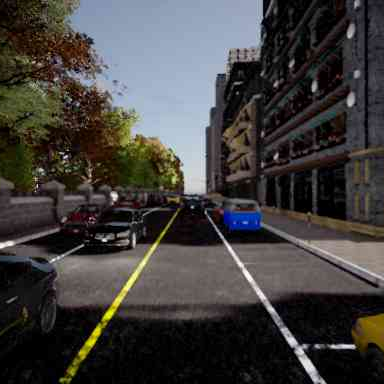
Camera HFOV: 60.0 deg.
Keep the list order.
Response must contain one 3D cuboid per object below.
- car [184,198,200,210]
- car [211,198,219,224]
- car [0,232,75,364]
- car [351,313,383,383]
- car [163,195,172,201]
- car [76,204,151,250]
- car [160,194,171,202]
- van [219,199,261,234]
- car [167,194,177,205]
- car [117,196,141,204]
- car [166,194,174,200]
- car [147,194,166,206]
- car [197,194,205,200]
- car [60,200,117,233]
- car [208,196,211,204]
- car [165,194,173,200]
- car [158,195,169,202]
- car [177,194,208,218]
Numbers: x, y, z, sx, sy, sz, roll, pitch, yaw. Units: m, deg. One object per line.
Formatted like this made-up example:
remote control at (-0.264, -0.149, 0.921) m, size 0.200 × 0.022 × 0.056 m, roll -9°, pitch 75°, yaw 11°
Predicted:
car at (0.012, 1.492, 42.911) m, size 1.895 × 1.301 × 4.718 m, roll 0°, pitch 0°, yaw 0°
car at (2.647, 1.374, 23.960) m, size 1.967 × 1.590 × 4.097 m, roll 0°, pitch 0°, yaw 0°
car at (-3.106, 1.518, 3.868) m, size 1.812 × 1.442 × 4.674 m, roll 0°, pitch 0°, yaw 0°
car at (2.693, 1.517, 1.975) m, size 1.752 × 1.417 × 4.829 m, roll 0°, pitch 0°, yaw 0°
car at (-5.852, 1.402, 79.326) m, size 1.802 × 1.307 × 4.206 m, roll 0°, pitch 0°, yaw 0°
car at (-3.117, 1.469, 14.276) m, size 1.837 × 1.490 × 4.892 m, roll 0°, pitch 0°, yaw 0°
car at (-5.840, 1.271, 73.787) m, size 1.967 × 1.590 × 4.097 m, roll 0°, pitch 0°, yaw 0°
van at (2.659, 1.289, 18.421) m, size 1.690 × 1.788 × 3.998 m, roll 0°, pitch 0°, yaw 0°
car at (-3.155, 1.339, 57.685) m, size 1.882 × 1.535 × 5.008 m, roll 0°, pitch 0°, yaw 0°
car at (-5.745, 1.244, 29.478) m, size 2.192 × 1.841 × 5.009 m, roll 0°, pitch 0°, yaw 0°
car at (-5.876, 1.241, 90.404) m, size 1.967 × 1.590 × 4.097 m, roll 0°, pitch 0°, yaw 0°
car at (-5.792, 1.192, 51.633) m, size 2.192 × 1.841 × 5.009 m, roll 0°, pitch 0°, yaw 0°
car at (2.504, 1.344, 90.424) m, size 2.008 × 1.369 × 4.403 m, roll 0°, pitch 0°, yaw 0°
car at (-5.721, 1.396, 18.401) m, size 1.967 × 1.590 × 4.097 m, roll 0°, pitch 0°, yaw 0°
car at (2.575, 1.407, 57.192) m, size 2.008 × 1.369 × 4.403 m, roll 0°, pitch 0°, yaw 0°
car at (-5.864, 1.336, 84.695) m, size 1.752 × 1.417 × 4.829 m, roll 0°, pitch 0°, yaw 0°
car at (-5.829, 1.407, 68.249) m, size 1.947 × 1.339 × 4.313 m, roll 0°, pitch 0°, yaw 0°
car at (0.042, 1.276, 29.124) m, size 2.097 × 1.767 × 4.553 m, roll 0°, pitch 0°, yaw 0°
